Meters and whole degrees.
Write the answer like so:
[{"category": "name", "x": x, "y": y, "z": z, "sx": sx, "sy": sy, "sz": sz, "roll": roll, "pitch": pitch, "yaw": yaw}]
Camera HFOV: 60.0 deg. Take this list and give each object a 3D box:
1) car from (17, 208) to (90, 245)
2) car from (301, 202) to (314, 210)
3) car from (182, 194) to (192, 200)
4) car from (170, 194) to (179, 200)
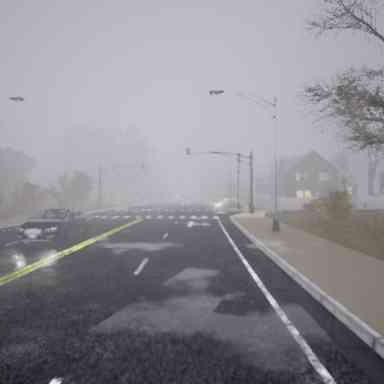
[{"category": "car", "x": -6.368, "y": 1.525, "z": 15.831, "sx": 2.128, "sy": 1.511, "sz": 4.902, "roll": 0, "pitch": 0, "yaw": 2}, {"category": "car", "x": 13.734, "y": 1.314, "z": 34.064, "sx": 4.718, "sy": 1.301, "sz": 1.895, "roll": -1, "pitch": -2, "yaw": 9}, {"category": "car", "x": -1.263, "y": 1.280, "z": 85.169, "sx": 1.812, "sy": 1.442, "sz": 4.674, "roll": 0, "pitch": 0, "yaw": 7}, {"category": "car", "x": -4.489, "y": 1.243, "z": 85.562, "sx": 1.882, "sy": 1.535, "sz": 5.008, "roll": 0, "pitch": 0, "yaw": 7}]
